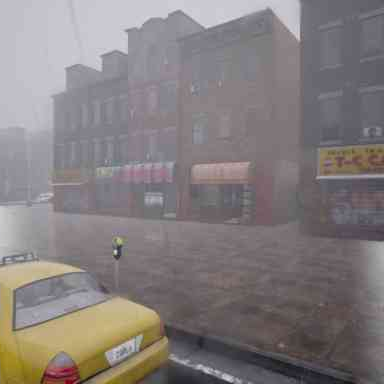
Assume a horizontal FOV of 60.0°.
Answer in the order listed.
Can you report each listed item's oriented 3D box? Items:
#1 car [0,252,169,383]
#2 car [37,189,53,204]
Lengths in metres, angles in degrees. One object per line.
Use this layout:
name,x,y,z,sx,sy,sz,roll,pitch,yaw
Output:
car,-2.544,1.525,4.625,4.829,1.417,1.752,0,0,36
car,-18.308,0.511,45.789,2.150,2.045,5.566,0,1,35
